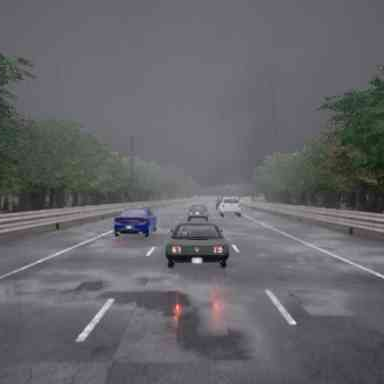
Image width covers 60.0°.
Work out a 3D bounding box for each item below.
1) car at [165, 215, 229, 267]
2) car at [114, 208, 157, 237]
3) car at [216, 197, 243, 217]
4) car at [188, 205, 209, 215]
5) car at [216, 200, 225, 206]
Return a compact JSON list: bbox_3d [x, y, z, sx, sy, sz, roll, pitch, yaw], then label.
[{"bbox_3d":[0.180,1.723,11.842,1.895,1.301,4.718,0,-1,1],"label":"car"},{"bbox_3d":[-3.193,1.685,19.586,1.882,1.535,5.008,0,-1,1],"label":"car"},{"bbox_3d":[4.231,1.679,37.606,2.150,2.045,5.566,0,-1,2],"label":"car"},{"bbox_3d":[0.590,1.904,30.842,2.033,1.411,5.357,0,-1,2],"label":"car"},{"bbox_3d":[6.696,2.577,79.164,2.033,1.411,5.357,0,-1,5],"label":"car"}]
